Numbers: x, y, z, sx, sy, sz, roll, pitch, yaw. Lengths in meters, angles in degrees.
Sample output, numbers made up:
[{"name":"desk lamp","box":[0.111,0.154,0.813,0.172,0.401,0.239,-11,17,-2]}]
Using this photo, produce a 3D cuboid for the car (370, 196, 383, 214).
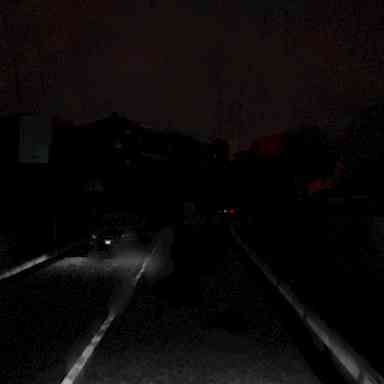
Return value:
[{"name":"car","box":[21.279,1.254,33.768,2.435,2.045,5.566,-2,-2,-12]}]

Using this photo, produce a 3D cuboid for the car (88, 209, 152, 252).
[{"name":"car","box":[-2.886,1.533,14.162,1.837,1.490,4.892,0,0,2]}]

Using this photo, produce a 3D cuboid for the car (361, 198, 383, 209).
[{"name":"car","box":[26.802,1.610,47.444,2.231,1.521,4.892,-3,-2,-12]}]

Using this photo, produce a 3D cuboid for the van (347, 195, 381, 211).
[{"name":"van","box":[24.080,1.527,46.769,1.878,1.987,4.442,-3,-2,-12]}]

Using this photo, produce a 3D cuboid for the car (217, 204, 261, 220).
[{"name":"car","box":[4.312,1.775,30.002,2.033,1.411,5.357,-2,-3,36]}]

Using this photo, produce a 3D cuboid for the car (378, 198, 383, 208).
[{"name":"car","box":[29.535,1.494,48.000,2.002,1.452,4.674,-3,-2,-12]}]
